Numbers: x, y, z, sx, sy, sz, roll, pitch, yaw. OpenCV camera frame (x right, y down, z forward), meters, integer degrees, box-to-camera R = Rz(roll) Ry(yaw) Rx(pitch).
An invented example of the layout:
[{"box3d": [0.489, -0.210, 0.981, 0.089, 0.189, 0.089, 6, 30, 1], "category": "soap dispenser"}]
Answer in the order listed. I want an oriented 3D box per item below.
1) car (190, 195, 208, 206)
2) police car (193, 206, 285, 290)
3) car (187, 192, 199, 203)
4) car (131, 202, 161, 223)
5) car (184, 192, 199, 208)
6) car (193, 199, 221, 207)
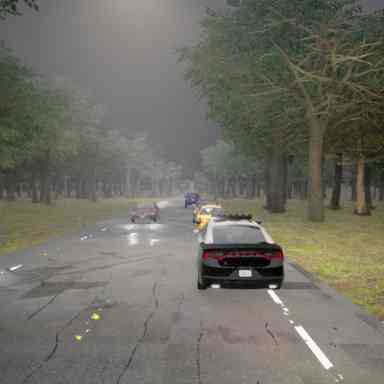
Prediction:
[{"box3d": [1.105, 1.313, 25.088, 2.097, 1.767, 4.553, 0, 0, 0], "category": "car"}, {"box3d": [1.071, 1.418, 9.225, 1.930, 1.638, 5.238, 0, 0, 0], "category": "police car"}, {"box3d": [0.143, 1.010, 64.121, 2.150, 2.045, 5.566, 0, 0, 0], "category": "car"}, {"box3d": [-3.443, 1.486, 25.481, 1.812, 1.442, 4.674, 0, 0, 0], "category": "car"}, {"box3d": [0.116, 1.107, 45.851, 2.150, 2.045, 5.566, 0, 0, 0], "category": "car"}, {"box3d": [1.093, 1.431, 19.306, 1.801, 1.575, 5.366, 0, 0, 0], "category": "car"}]
